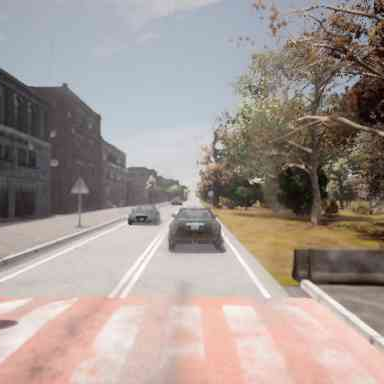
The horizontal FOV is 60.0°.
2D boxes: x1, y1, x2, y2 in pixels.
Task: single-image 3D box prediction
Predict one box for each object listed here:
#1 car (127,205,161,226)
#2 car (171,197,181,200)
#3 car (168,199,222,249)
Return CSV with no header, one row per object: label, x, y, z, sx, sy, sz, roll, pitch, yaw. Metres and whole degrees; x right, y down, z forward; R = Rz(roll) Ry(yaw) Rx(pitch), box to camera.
car,-3.301,1.599,23.712,1.994,1.385,4.181,0,0,0
car,-2.997,1.837,65.299,2.097,1.767,4.553,0,-1,1
car,0.122,1.373,14.811,2.097,1.767,4.553,0,0,0
